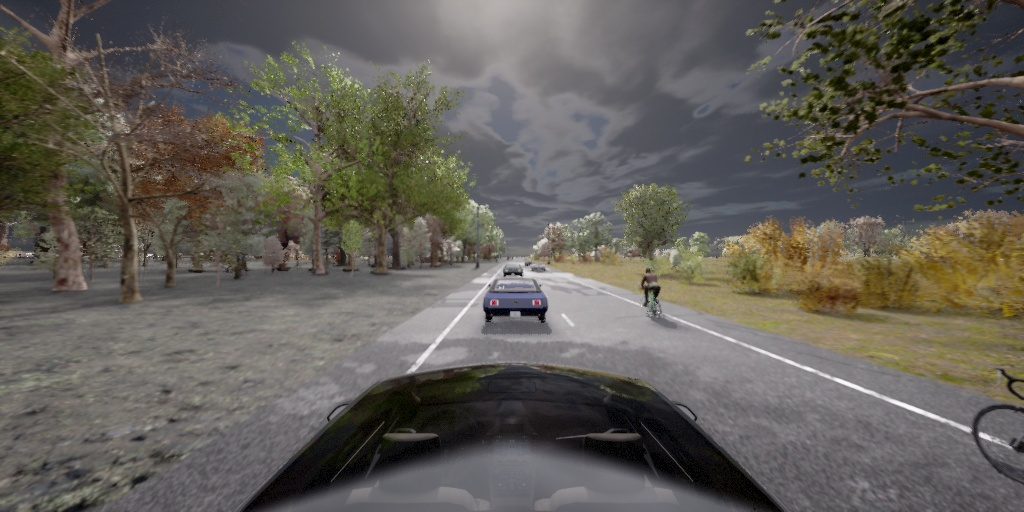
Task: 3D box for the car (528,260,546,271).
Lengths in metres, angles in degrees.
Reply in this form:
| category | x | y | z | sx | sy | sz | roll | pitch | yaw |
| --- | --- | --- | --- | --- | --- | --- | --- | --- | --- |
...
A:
| category | x | y | z | sx | sy | sz | roll | pitch | yaw |
| --- | --- | --- | --- | --- | --- | --- | --- | --- | --- |
| car | 3.603 | 1.416 | 50.498 | 1.895 | 1.301 | 4.718 | 0 | 0 | 0 |

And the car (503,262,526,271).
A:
| category | x | y | z | sx | sy | sz | roll | pitch | yaw |
| --- | --- | --- | --- | --- | --- | --- | --- | --- | --- |
| car | 0.101 | 1.395 | 35.159 | 1.895 | 1.301 | 4.718 | 0 | 0 | 0 |

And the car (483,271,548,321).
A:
| category | x | y | z | sx | sy | sz | roll | pitch | yaw |
| --- | --- | --- | --- | --- | --- | --- | --- | --- | --- |
| car | 0.101 | 1.364 | 12.411 | 1.895 | 1.301 | 4.718 | 0 | 0 | 0 |

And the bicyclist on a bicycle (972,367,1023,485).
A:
| category | x | y | z | sx | sy | sz | roll | pitch | yaw |
| --- | --- | --- | --- | --- | --- | --- | --- | --- | --- |
| bicyclist on a bicycle | 4.467 | 1.204 | 2.663 | 0.582 | 1.620 | 1.656 | 0 | 0 | 0 |

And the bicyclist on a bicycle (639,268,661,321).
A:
| category | x | y | z | sx | sy | sz | roll | pitch | yaw |
| --- | --- | --- | --- | --- | --- | --- | --- | --- | --- |
| bicyclist on a bicycle | 4.468 | 1.216 | 11.610 | 0.582 | 1.620 | 1.656 | 0 | 0 | 0 |
